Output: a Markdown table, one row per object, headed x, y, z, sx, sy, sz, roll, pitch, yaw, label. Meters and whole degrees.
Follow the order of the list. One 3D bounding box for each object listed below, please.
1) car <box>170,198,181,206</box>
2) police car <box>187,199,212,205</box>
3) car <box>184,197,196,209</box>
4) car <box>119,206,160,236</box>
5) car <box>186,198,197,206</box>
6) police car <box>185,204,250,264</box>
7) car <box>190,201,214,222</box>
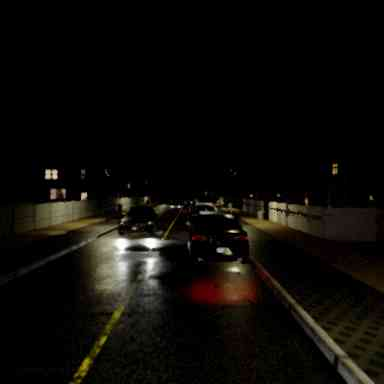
| x | y | z | sx | sy | sz | roll | pitch | yaw | label |
| --- | --- | --- | --- | --- | --- | --- | --- | --- | --- |
| -2.891 | 1.777 | 60.188 | 2.033 | 1.411 | 5.357 | 0 | 0 | 1 | car |
| 0.789 | 1.481 | 22.007 | 1.930 | 1.638 | 5.238 | 0 | 0 | 0 | police car |
| -0.072 | 1.510 | 47.316 | 2.097 | 1.767 | 4.553 | 0 | 0 | 0 | car |
| -2.881 | 1.571 | 18.967 | 1.812 | 1.442 | 4.674 | 0 | 0 | 0 | car |
| -0.107 | 1.812 | 63.315 | 1.994 | 1.385 | 4.181 | 0 | 0 | 0 | car |
| 0.806 | 1.451 | 12.005 | 1.930 | 1.638 | 5.238 | 0 | 0 | 0 | police car |
| 0.778 | 1.582 | 27.897 | 1.837 | 1.490 | 4.892 | 0 | 0 | 0 | car |
